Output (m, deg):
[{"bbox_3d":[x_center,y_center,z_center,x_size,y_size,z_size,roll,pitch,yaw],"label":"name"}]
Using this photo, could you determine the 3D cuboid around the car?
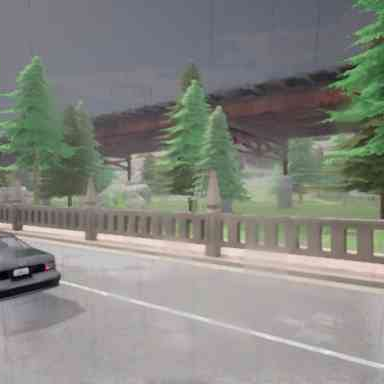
[{"bbox_3d":[-5.280,1.565,7.763,5.357,1.411,2.033,0,0,36],"label":"car"}]
